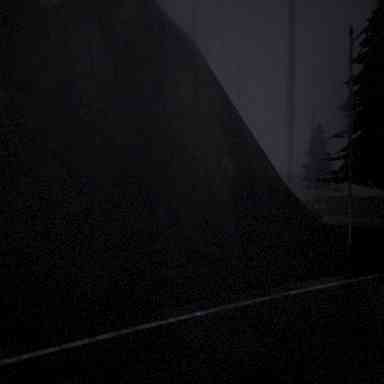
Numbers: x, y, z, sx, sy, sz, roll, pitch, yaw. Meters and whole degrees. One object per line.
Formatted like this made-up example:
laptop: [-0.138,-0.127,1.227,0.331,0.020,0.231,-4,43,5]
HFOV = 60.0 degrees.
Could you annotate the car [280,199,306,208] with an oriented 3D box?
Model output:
car: [17.246,1.916,56.691,4.181,1.385,1.994,1,0,-33]

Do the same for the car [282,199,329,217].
car: [11.983,1.533,35.027,2.097,1.767,4.553,1,0,-30]
